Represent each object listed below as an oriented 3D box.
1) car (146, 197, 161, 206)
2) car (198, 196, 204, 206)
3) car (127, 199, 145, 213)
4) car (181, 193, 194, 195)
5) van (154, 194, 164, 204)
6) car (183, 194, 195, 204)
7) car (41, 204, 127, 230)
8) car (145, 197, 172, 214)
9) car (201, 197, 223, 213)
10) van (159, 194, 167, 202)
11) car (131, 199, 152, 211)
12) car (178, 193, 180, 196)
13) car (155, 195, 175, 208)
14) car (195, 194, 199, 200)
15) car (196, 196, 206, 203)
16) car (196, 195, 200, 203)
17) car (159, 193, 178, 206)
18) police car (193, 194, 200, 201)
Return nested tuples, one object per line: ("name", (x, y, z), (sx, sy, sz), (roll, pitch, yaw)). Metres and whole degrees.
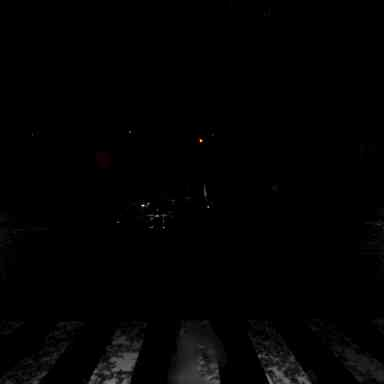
("car", (-6.403, 1.579, 55.859), (1.947, 1.339, 4.313), (0, 0, -1))
("car", (2.242, 1.553, 47.300), (1.887, 1.381, 4.507), (0, 0, -1))
("car", (-6.131, 1.556, 36.297), (2.008, 1.369, 4.403), (0, 0, -1))
("car", (-0.908, 1.549, 75.604), (2.128, 1.511, 4.902), (0, 0, -1))
("van", (-6.553, 1.360, 66.685), (1.690, 1.788, 3.998), (0, 0, -1))
("car", (-0.675, 1.619, 65.676), (1.895, 1.301, 4.718), (0, 0, -1))
("car", (-6.813, 1.618, 20.832), (4.718, 1.301, 1.895), (-1, 0, -1))
("car", (-3.449, 1.568, 34.700), (1.994, 1.385, 4.181), (0, 0, -2))
("car", (2.393, 1.556, 36.412), (2.008, 1.369, 4.403), (0, 0, -1))
("van", (-6.704, 1.368, 77.511), (1.690, 1.788, 3.998), (0, 0, -1))
("car", (-6.200, 1.557, 41.289), (2.008, 1.369, 4.403), (0, 0, -1))
("car", (-3.790, 1.508, 62.442), (2.128, 1.511, 4.902), (0, 0, 0))
("car", (-3.563, 1.485, 43.513), (1.882, 1.535, 5.008), (0, 0, -1))
("car", (2.029, 1.567, 62.615), (2.008, 1.369, 4.403), (0, 0, -1))
("car", (1.882, 1.589, 73.193), (1.947, 1.339, 4.313), (0, 0, -1))
("car", (2.167, 1.562, 52.744), (2.008, 1.369, 4.403), (0, 0, -1))
("car", (-3.684, 1.363, 52.663), (2.097, 1.767, 4.553), (0, 0, -1))
("police car", (1.246, 1.463, 90.590), (1.930, 1.638, 5.238), (0, 0, -1))
